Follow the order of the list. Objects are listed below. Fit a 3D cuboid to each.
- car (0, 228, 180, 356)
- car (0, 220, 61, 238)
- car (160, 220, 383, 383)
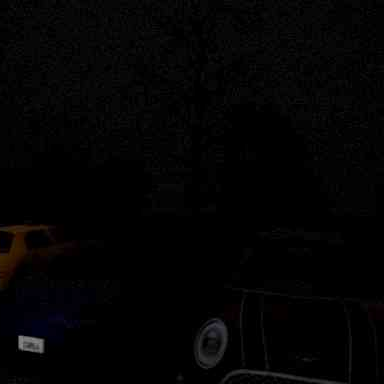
[{"bbox_3d":[-1.349,1.517,6.438,2.163,1.488,4.792,1,-1,16],"label":"car"},{"bbox_3d":[-4.062,1.489,8.619,1.946,1.575,5.366,0,-1,16],"label":"car"},{"bbox_3d":[1.426,1.361,4.526,2.185,1.767,4.553,1,-1,16],"label":"car"}]
